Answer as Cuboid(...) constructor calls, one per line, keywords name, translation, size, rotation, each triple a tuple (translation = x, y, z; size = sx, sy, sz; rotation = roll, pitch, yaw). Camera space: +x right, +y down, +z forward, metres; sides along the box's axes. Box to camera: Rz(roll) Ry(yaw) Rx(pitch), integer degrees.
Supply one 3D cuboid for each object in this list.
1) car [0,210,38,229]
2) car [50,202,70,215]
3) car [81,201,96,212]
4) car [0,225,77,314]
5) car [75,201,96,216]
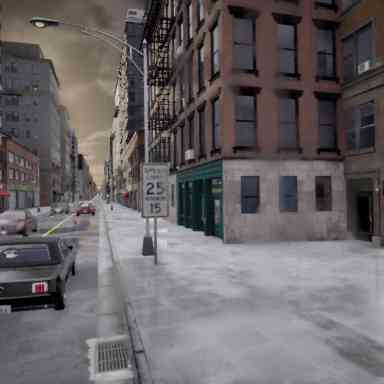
Cuboid(name="car", translation=(-10.097, 1.772, 19.015), size=(1.812, 1.442, 4.674), rotation=(-1, 0, -15))
Cuboid(name="car", translation=(-15.795, 1.960, 39.990), size=(2.128, 1.511, 4.902), rotation=(-1, -1, -15))
Cuboid(name="car", translation=(-14.629, 2.032, 47.095), size=(1.812, 1.442, 4.674), rotation=(-1, -1, -15))
Cuboid(name="car", translation=(-3.736, 1.677, 7.621), size=(1.895, 1.301, 4.718), rotation=(-1, 0, -15))
Cuboid(name="car", translation=(-11.852, 1.909, 37.194), size=(1.812, 1.442, 4.674), rotation=(-1, 0, -15))
